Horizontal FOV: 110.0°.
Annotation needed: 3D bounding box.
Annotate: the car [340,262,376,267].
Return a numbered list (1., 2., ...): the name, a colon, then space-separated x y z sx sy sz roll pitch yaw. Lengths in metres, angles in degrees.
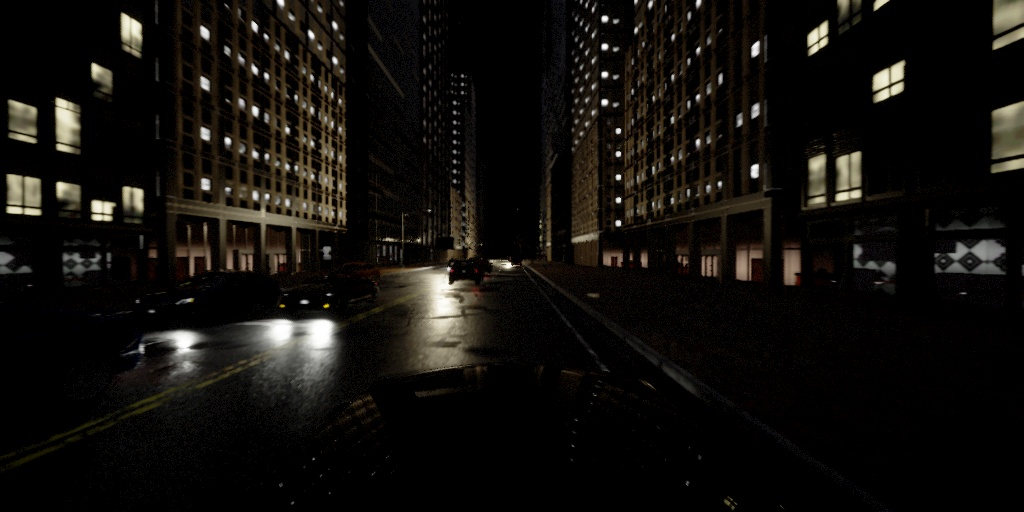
1. car: -9.792 1.142 22.391 1.882 1.535 5.008 0 0 1

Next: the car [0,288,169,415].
1. car: -6.599 1.221 3.360 1.882 1.535 5.008 0 0 0

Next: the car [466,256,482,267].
1. car: -6.504 0.916 61.712 2.097 1.767 4.553 0 0 1

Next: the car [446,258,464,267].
1. car: -9.753 1.057 61.646 2.128 1.511 4.902 0 0 1

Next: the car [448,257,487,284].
1. car: -3.138 1.006 25.475 2.097 1.767 4.553 0 0 0

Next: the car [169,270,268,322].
1. car: -9.847 1.230 12.148 1.812 1.442 4.674 0 0 0

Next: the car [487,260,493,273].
1. car: -3.169 1.137 39.847 1.812 1.442 4.674 0 0 0

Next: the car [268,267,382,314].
1. car: -6.582 1.263 13.380 1.994 1.385 4.181 0 0 1
